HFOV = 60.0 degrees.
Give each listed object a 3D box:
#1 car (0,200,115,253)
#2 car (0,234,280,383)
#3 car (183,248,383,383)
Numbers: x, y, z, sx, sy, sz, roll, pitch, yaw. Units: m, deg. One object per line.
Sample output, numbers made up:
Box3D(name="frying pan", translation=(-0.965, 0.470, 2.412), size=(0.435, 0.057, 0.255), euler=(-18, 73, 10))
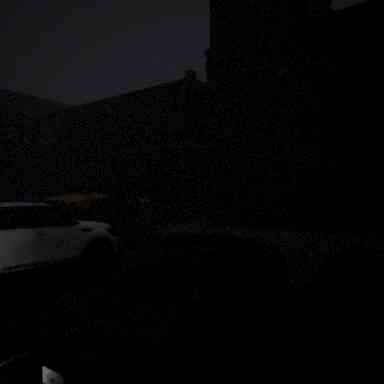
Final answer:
Box3D(name="car", translation=(-4.527, 1.233, 8.618), size=(2.435, 2.045, 5.566), euler=(0, 0, 35))
Box3D(name="car", translation=(-0.033, 1.510, 5.343), size=(2.163, 1.488, 4.792), euler=(0, 0, 35))
Box3D(name="car", translation=(2.228, 1.510, 3.730), size=(2.163, 1.488, 4.792), euler=(0, 0, 35))
